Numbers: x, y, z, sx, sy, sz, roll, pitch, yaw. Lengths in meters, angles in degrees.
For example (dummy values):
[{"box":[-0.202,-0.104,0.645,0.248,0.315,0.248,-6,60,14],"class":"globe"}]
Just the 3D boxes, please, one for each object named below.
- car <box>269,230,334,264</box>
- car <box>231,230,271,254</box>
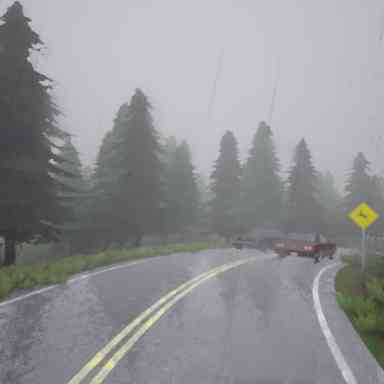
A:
[{"box":[5.733,2.690,16.391,1.895,1.301,4.718,0,-7,34],"class":"car"},{"box":[4.337,2.927,20.032,1.895,1.301,4.718,-1,-7,40],"class":"car"}]
